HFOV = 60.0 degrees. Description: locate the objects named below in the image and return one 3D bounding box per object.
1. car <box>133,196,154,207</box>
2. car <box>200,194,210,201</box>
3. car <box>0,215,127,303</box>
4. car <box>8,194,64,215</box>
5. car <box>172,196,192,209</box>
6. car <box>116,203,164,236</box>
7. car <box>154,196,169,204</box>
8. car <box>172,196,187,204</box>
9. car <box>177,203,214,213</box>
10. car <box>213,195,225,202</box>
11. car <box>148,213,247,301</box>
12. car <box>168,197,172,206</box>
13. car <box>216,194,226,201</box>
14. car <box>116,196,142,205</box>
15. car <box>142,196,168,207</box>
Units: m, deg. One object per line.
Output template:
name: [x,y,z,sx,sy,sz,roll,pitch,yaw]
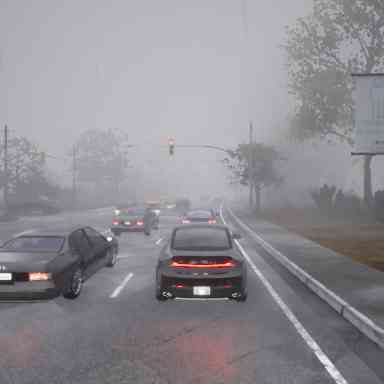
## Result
car: [-7.674,1.491,53.323,2.128,1.511,4.902,0,0,6]
car: [3.176,1.355,80.712,2.097,1.767,4.553,0,0,10]
car: [-3.297,1.547,8.408,2.033,1.411,5.357,0,0,1]
car: [-16.056,1.222,34.071,5.566,2.045,2.150,0,0,3]
car: [-1.137,1.505,45.160,1.837,1.490,4.892,1,0,4]
car: [-3.014,1.547,18.475,2.033,1.411,5.357,0,0,2]
car: [-6.051,1.525,66.414,1.812,1.442,4.674,0,0,8]
car: [-2.515,1.492,66.442,2.128,1.511,4.902,0,0,8]
car: [0.460,1.526,17.573,1.812,1.442,4.674,0,0,4]
car: [5.855,1.519,75.310,1.812,1.442,4.674,0,0,9]
car: [0.214,1.505,8.326,1.837,1.490,4.892,0,0,1]
car: [-3.943,1.564,55.249,1.994,1.385,4.181,0,0,6]
car: [7.533,1.393,85.435,2.128,1.511,4.902,0,0,10]
car: [-8.553,1.352,44.377,2.097,1.767,4.553,0,0,5]
car: [-4.954,1.477,45.365,1.882,1.535,5.008,0,0,5]
